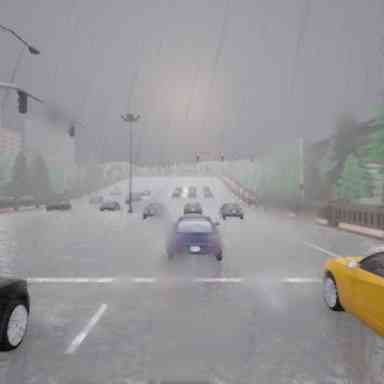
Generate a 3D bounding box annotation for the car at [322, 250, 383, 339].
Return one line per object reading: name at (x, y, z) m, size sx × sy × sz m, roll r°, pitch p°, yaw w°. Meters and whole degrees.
car at (3.582, 1.510, 4.828) m, size 1.882 × 1.535 × 5.008 m, roll 0°, pitch 0°, yaw 0°

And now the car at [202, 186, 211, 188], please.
car at (3.652, -0.804, 83.084) m, size 2.033 × 1.411 × 5.357 m, roll 0°, pitch 7°, yaw 0°

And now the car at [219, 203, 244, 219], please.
car at (3.603, 1.750, 30.954) m, size 2.033 × 1.411 × 5.357 m, roll 0°, pitch 0°, yaw 0°

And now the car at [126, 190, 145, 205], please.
car at (-10.506, 1.192, 60.281) m, size 2.150 × 2.045 × 5.566 m, roll 0°, pitch 3°, yaw 1°

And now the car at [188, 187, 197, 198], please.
car at (0.093, 0.510, 72.664) m, size 2.033 × 1.411 × 5.357 m, roll 0°, pitch 6°, yaw 0°

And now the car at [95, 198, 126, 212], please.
car at (-10.582, 1.824, 43.430) m, size 2.033 × 1.411 × 5.357 m, roll 0°, pitch 0°, yaw 0°

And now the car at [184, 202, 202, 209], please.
car at (0.104, 1.804, 36.921) m, size 1.994 × 1.385 × 4.181 m, roll 0°, pitch 0°, yaw 0°

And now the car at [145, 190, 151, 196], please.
car at (-10.392, 0.177, 75.268) m, size 1.994 × 1.385 × 4.181 m, roll 0°, pitch 6°, yaw 0°

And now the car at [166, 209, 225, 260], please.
car at (0.095, 1.609, 12.662) m, size 1.812 × 1.442 × 4.674 m, roll 0°, pitch 0°, yaw 0°

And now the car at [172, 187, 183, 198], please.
car at (-3.405, 0.431, 73.096) m, size 1.837 × 1.490 × 4.892 m, roll 0°, pitch 6°, yaw 0°

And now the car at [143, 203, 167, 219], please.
car at (-3.396, 1.751, 30.961) m, size 2.033 × 1.411 × 5.357 m, roll 0°, pitch 0°, yaw 0°

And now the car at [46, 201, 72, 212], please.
car at (-17.579, 1.884, 44.055) m, size 1.895 × 1.301 × 4.718 m, roll 0°, pitch 0°, yaw 0°

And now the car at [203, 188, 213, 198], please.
car at (3.596, 0.521, 73.097) m, size 1.895 × 1.301 × 4.718 m, roll 0°, pitch 6°, yaw 0°

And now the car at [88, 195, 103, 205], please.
car at (-17.495, 1.439, 61.031) m, size 1.837 × 1.490 × 4.892 m, roll 0°, pitch 3°, yaw 1°

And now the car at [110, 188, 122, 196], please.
car at (-17.387, -0.034, 76.188) m, size 1.812 × 1.442 × 4.674 m, roll 0°, pitch 6°, yaw 0°

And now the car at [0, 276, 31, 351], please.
car at (-3.433, 1.500, 3.223) m, size 1.882 × 1.535 × 5.008 m, roll 0°, pitch 0°, yaw -1°
